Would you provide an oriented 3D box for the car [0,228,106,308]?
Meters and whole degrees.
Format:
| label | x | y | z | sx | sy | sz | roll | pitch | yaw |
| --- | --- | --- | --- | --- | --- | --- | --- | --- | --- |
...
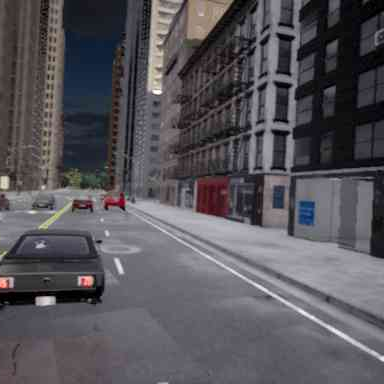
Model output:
| label | x | y | z | sx | sy | sz | roll | pitch | yaw |
| --- | --- | --- | --- | --- | --- | --- | --- | --- | --- |
| car | -3.020 | 1.473 | 7.570 | 1.895 | 1.301 | 4.718 | 3 | 0 | -17 |

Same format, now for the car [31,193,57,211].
| label | x | y | z | sx | sy | sz | roll | pitch | yaw |
| --- | --- | --- | --- | --- | --- | --- | --- | --- | --- |
| car | -13.919 | 0.891 | 31.483 | 1.837 | 1.490 | 4.892 | 3 | 0 | -17 |

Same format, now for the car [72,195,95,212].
| label | x | y | z | sx | sy | sz | roll | pitch | yaw |
| --- | --- | --- | --- | --- | --- | --- | --- | --- | --- |
| car | -10.598 | 1.050 | 32.409 | 1.882 | 1.535 | 5.008 | 3 | 0 | -17 |

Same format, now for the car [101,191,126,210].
| label | x | y | z | sx | sy | sz | roll | pitch | yaw |
| --- | --- | --- | --- | --- | --- | --- | --- | --- | --- |
| car | -8.725 | 0.917 | 37.429 | 2.150 | 2.045 | 5.566 | 3 | 0 | -17 |

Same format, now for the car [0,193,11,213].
| label | x | y | z | sx | sy | sz | roll | pitch | yaw |
| --- | --- | --- | --- | --- | --- | --- | --- | --- | --- |
| car | -15.740 | 0.793 | 26.334 | 1.812 | 1.442 | 4.674 | 3 | 0 | -17 |
